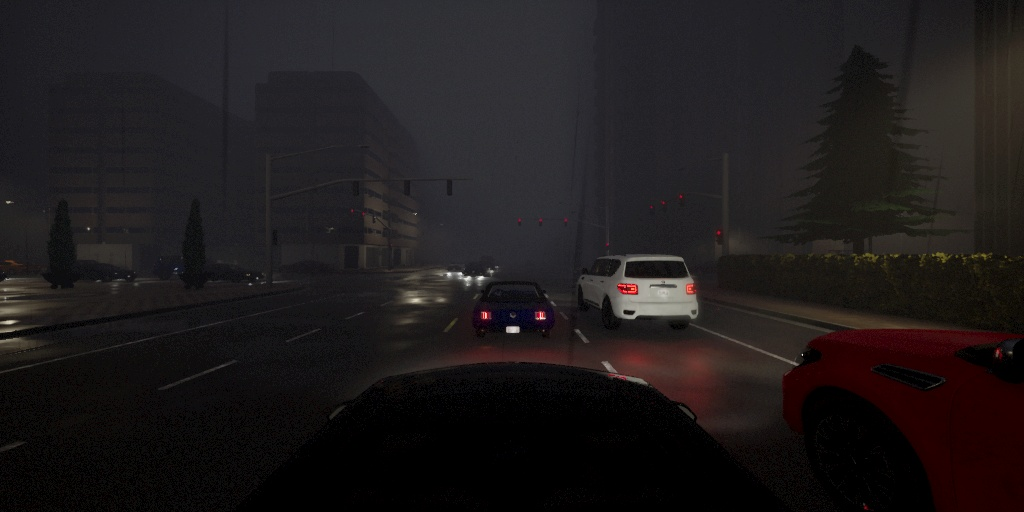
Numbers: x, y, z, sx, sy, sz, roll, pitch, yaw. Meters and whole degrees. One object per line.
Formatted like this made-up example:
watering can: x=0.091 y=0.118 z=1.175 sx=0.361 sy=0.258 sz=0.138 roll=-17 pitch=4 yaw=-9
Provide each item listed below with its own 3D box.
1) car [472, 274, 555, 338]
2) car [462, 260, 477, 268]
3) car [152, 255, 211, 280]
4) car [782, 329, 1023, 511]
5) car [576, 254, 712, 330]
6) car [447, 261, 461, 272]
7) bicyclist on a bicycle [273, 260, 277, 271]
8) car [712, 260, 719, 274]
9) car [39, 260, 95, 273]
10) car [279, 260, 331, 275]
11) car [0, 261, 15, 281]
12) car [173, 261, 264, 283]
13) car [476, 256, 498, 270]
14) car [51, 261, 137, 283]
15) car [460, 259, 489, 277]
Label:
car: x=0.044 y=1.351 z=10.192 sx=1.895 sy=1.301 sz=4.718 roll=0 pitch=0 yaw=0
car: x=-7.172 y=1.314 z=60.472 sx=1.994 sy=1.385 sz=4.181 roll=0 pitch=0 yaw=0
car: x=-27.503 y=0.972 z=30.863 sx=5.566 sy=2.045 sz=2.150 roll=0 pitch=0 yaw=0
car: x=3.601 y=0.971 z=0.960 sx=2.150 sy=2.045 sz=5.566 roll=0 pitch=0 yaw=0
car: x=3.574 y=0.971 z=11.321 sx=2.150 sy=2.045 sz=5.566 roll=0 pitch=0 yaw=-2
car: x=-7.169 y=1.351 z=46.542 sx=1.895 sy=1.301 sz=4.718 roll=0 pitch=0 yaw=0
bicyclist on a bicycle: x=-28.698 y=1.051 z=42.856 sx=0.582 sy=1.620 sz=1.656 roll=0 pitch=0 yaw=0
car: x=20.821 y=1.228 z=37.652 sx=5.008 sy=1.535 sz=1.882 roll=0 pitch=0 yaw=1
car: x=-36.972 y=1.102 z=30.947 sx=4.553 sy=1.767 sz=2.097 roll=0 pitch=0 yaw=1
car: x=-21.917 y=1.227 z=37.997 sx=5.008 sy=1.535 sz=1.882 roll=0 pitch=0 yaw=0
car: x=-41.844 y=1.276 z=27.486 sx=4.674 sy=1.442 sz=1.812 roll=0 pitch=0 yaw=1
car: x=-22.007 y=1.297 z=27.292 sx=5.357 sy=1.411 sz=2.033 roll=0 pitch=0 yaw=1
car: x=-3.673 y=0.972 z=52.702 sx=2.150 sy=2.045 sz=5.566 roll=0 pitch=0 yaw=0
car: x=-31.591 y=1.276 z=27.399 sx=4.674 sy=1.442 sz=1.812 roll=0 pitch=0 yaw=1
car: x=-3.652 y=1.314 z=35.830 sx=1.994 sy=1.385 sz=4.181 roll=0 pitch=0 yaw=0
